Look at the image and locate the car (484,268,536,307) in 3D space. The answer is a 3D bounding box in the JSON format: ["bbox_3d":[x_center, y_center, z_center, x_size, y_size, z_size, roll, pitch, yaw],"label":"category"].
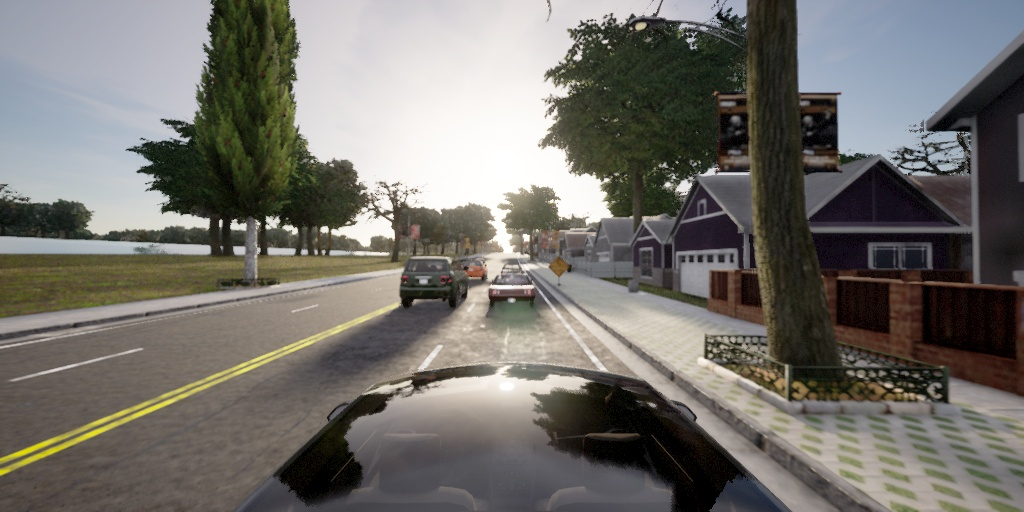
[{"bbox_3d":[-0.002,1.412,15.955,1.895,1.301,4.718,0,0,0],"label":"car"}]

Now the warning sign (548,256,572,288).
[{"bbox_3d":[2.846,0.919,21.557,1.300,1.860,1.060,0,0,0],"label":"warning sign"}]

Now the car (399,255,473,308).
[{"bbox_3d":[-3.252,1.028,15.858,2.150,2.045,5.566,0,0,0],"label":"car"}]

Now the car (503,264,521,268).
[{"bbox_3d":[-0.005,1.368,30.956,1.895,1.301,4.718,0,0,0],"label":"car"}]

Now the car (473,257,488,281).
[{"bbox_3d":[-3.254,1.117,30.917,2.097,1.767,4.553,0,0,0],"label":"car"}]
